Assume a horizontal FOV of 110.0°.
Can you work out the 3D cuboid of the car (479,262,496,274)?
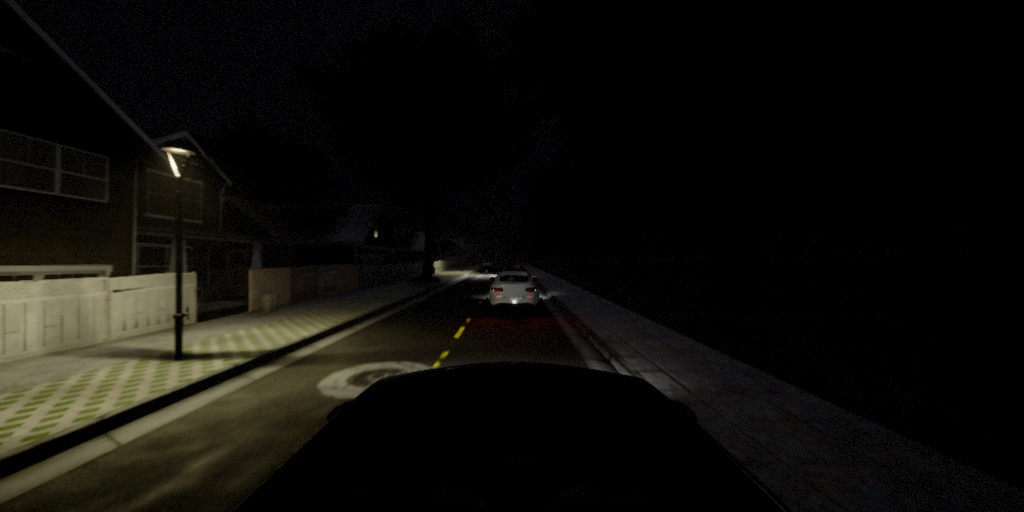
[{"bbox_3d":[-2.849,1.410,42.504,1.895,1.301,4.718,0,0,0],"label":"car"}]

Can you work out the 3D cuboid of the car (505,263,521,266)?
[{"bbox_3d":[0.086,1.314,29.617,1.812,1.442,4.674,0,0,0],"label":"car"}]

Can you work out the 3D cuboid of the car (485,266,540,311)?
[{"bbox_3d":[0.087,1.292,14.341,1.812,1.442,4.674,0,0,0],"label":"car"}]
